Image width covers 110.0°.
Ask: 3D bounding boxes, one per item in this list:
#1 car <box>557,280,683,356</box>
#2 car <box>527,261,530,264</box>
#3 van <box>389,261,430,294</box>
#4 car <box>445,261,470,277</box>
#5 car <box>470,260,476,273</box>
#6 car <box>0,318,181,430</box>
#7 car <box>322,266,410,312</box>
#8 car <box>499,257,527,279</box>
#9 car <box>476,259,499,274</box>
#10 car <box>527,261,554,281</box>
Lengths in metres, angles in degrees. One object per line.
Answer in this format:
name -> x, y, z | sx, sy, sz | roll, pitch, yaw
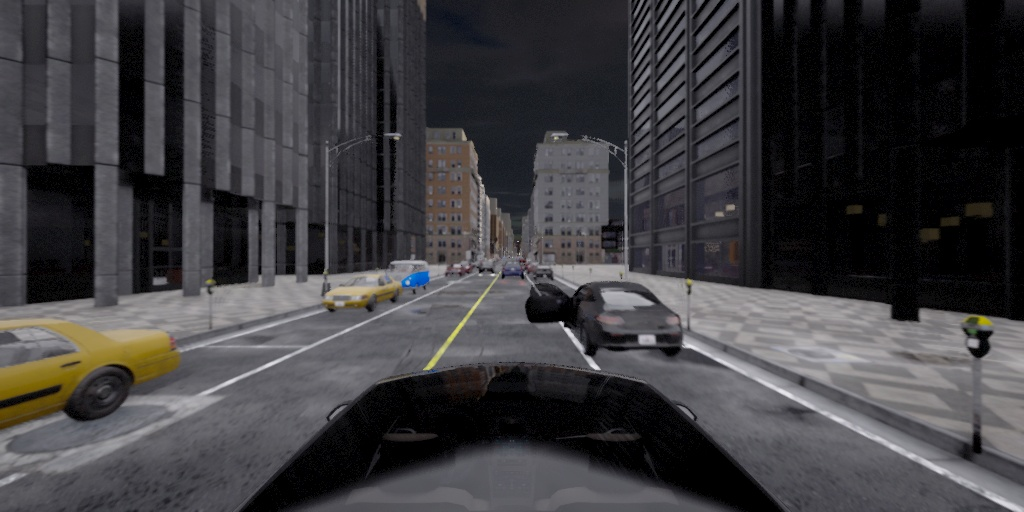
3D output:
car -> 2.357, 1.303, 8.558 | 1.812, 1.442, 4.674 | 0, 0, 0
car -> 2.695, 1.307, 42.928 | 1.967, 1.591, 4.097 | 0, 0, 0
van -> -5.845, 1.157, 20.397 | 1.690, 1.789, 3.998 | 0, 0, 0
car -> -5.834, 1.438, 37.317 | 1.802, 1.307, 4.207 | 0, 0, 0
car -> -5.831, 1.306, 42.958 | 1.967, 1.591, 4.097 | 0, 0, 0
car -> -5.860, 1.282, 3.269 | 1.751, 1.417, 4.829 | 0, 0, 1
car -> -5.849, 1.323, 14.584 | 1.751, 1.417, 4.829 | 0, 0, 0
car -> 0.082, 1.202, 34.561 | 2.097, 1.767, 4.553 | 0, 0, 0
car -> -3.002, 1.375, 43.836 | 1.837, 1.490, 4.892 | 0, -1, 0
car -> 2.688, 1.396, 31.649 | 2.007, 1.370, 4.403 | 0, 0, 0
